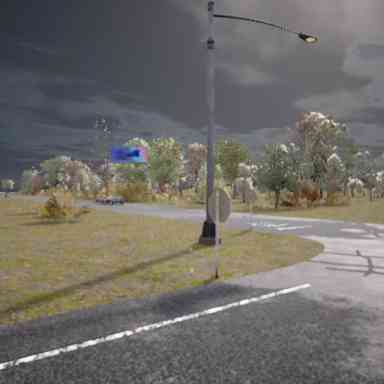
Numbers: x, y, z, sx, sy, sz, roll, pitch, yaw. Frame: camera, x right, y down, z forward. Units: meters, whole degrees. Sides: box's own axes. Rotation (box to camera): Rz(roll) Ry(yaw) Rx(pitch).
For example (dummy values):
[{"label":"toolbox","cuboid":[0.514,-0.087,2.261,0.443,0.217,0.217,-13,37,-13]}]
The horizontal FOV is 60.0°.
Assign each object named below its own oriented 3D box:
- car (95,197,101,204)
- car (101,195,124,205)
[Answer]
[{"label":"car","cuboid":[-16.318,1.508,60.980,1.895,1.301,4.718,0,0,-34]},{"label":"car","cuboid":[-13.295,1.269,56.569,2.097,1.767,4.553,0,0,-33]}]
